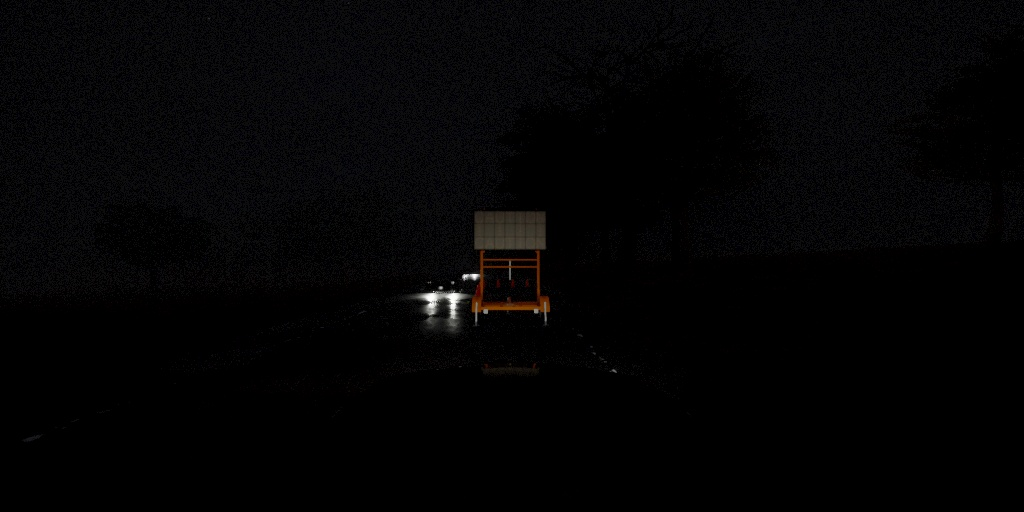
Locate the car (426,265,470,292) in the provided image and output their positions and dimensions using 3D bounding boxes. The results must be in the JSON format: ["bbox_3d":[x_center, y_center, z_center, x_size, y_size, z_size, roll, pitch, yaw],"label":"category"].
[{"bbox_3d":[-4.054,1.421,22.586,2.033,1.411,5.357,0,-1,-2],"label":"car"}]

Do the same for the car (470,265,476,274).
[{"bbox_3d":[-6.108,1.911,51.802,1.895,1.301,4.718,0,-1,-6],"label":"car"}]

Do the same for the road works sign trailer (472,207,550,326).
[{"bbox_3d":[-0.067,0.231,11.700,2.380,3.560,2.880,0,0,-2],"label":"road works sign trailer"}]
